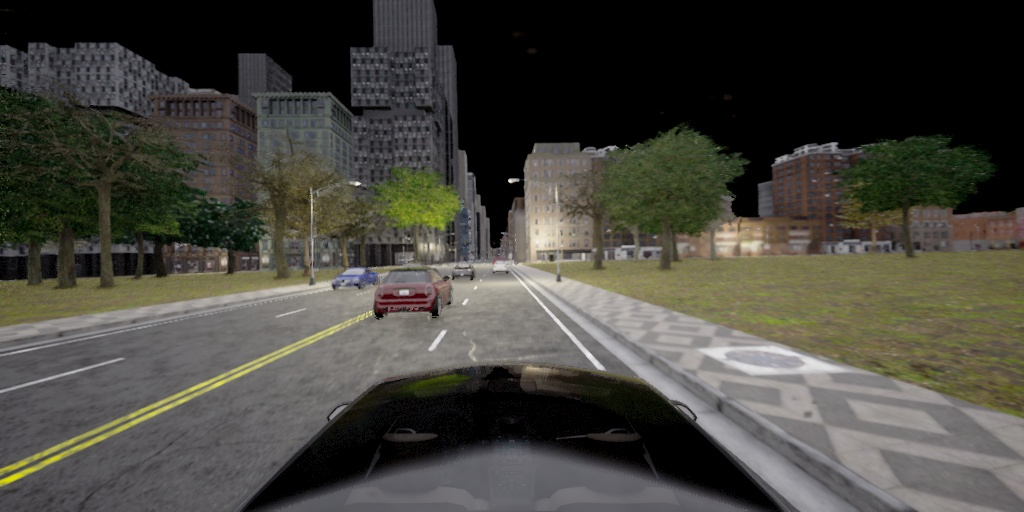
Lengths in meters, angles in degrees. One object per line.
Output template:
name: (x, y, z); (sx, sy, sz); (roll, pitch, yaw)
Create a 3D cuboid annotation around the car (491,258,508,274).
car: (-1.450, 1.357, 44.131); (1.812, 1.442, 4.674); (-1, 0, -2)

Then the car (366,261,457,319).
car: (-3.517, 1.184, 13.556); (2.097, 1.767, 4.553); (-1, 0, -2)

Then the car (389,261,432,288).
car: (-7.486, 1.283, 26.959); (2.097, 1.767, 4.553); (-1, 0, -2)

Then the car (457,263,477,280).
car: (-4.242, 1.363, 32.297); (2.128, 1.511, 4.902); (-1, 0, -2)

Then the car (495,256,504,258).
car: (-2.198, 1.110, 63.211); (2.150, 2.045, 5.566); (-1, 0, -2)

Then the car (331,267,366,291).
car: (-10.648, 1.521, 24.733); (1.812, 1.442, 4.674); (-1, 0, -2)
